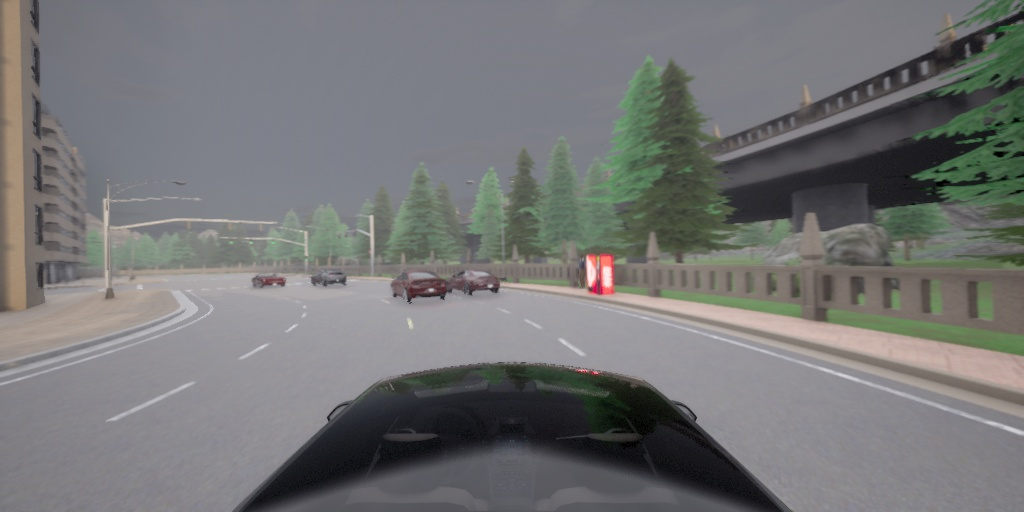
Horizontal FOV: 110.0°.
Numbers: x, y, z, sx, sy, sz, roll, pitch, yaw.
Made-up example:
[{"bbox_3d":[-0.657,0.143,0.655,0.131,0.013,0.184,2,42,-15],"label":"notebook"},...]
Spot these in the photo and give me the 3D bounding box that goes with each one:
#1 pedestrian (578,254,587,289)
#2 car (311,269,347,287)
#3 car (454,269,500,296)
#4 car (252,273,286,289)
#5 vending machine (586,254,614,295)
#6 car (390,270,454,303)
[{"bbox_3d":[3.634,0.797,18.745,0.375,1.860,0.375,-1,0,-25],"label":"pedestrian"},{"bbox_3d":[-16.227,1.887,31.648,2.128,1.511,4.902,-1,-1,-44],"label":"car"},{"bbox_3d":[-2.352,1.461,20.960,1.812,1.442,4.674,-1,-1,-32],"label":"car"},{"bbox_3d":[-21.931,2.167,32.352,1.895,1.301,4.718,-1,0,-45],"label":"car"},{"bbox_3d":[4.288,0.920,17.356,1.100,2.100,0.880,0,0,-23],"label":"vending machine"},{"bbox_3d":[-4.975,1.474,18.692,1.882,1.535,5.008,-1,-1,-30],"label":"car"}]
